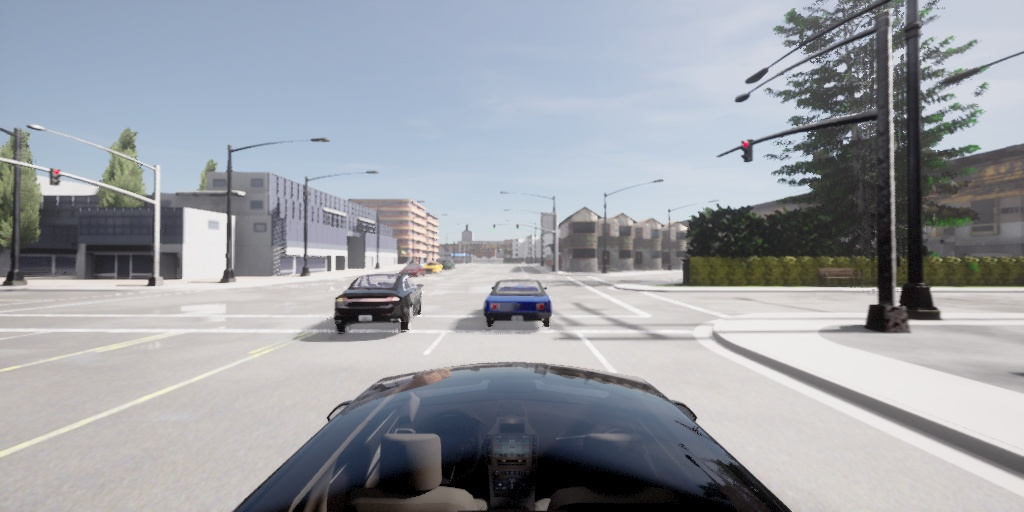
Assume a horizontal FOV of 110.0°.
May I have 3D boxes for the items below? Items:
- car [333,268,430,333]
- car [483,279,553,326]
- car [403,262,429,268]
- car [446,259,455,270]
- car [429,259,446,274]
[{"bbox_3d":[-3.855,1.280,10.933,2.128,1.511,4.902,0,0,-9],"label":"car"},{"bbox_3d":[0.238,1.392,11.790,1.895,1.301,4.718,0,0,2],"label":"car"},{"bbox_3d":[-10.620,1.539,38.635,1.812,1.442,4.674,0,0,0],"label":"car"},{"bbox_3d":[-10.577,1.320,58.300,2.097,1.767,4.553,0,1,1],"label":"car"},{"bbox_3d":[-10.622,1.529,48.153,1.882,1.535,5.008,0,0,0],"label":"car"}]
